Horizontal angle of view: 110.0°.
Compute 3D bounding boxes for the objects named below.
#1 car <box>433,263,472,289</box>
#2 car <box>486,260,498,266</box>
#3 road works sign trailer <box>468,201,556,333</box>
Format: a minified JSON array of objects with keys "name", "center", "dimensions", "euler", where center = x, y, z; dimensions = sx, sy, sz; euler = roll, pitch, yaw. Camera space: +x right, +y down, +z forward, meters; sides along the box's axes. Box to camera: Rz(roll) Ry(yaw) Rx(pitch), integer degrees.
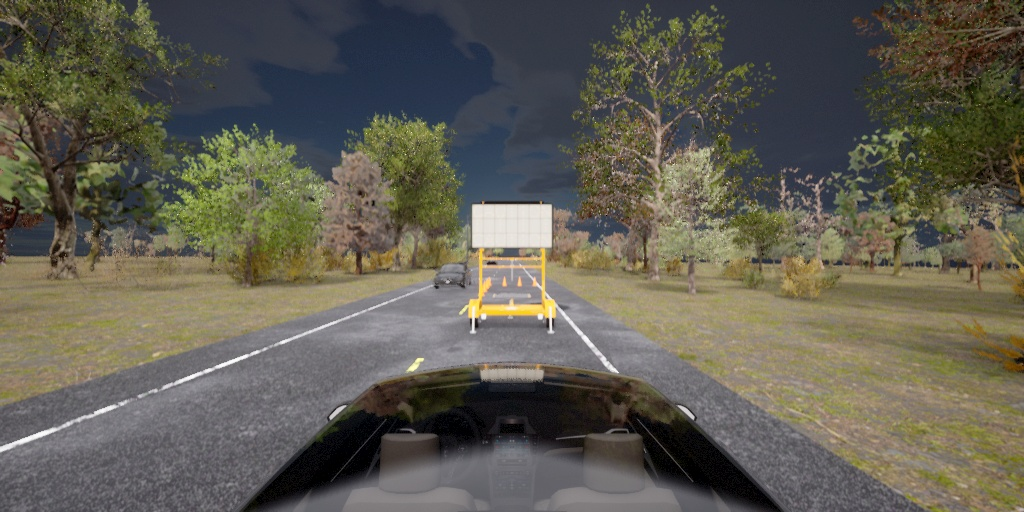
[{"name":"car","center":[-3.602,1.202,22.442],"dimensions":[1.837,1.490,4.892],"euler":[0,0,0]},{"name":"car","center":[-3.563,1.251,63.932],"dimensions":[1.895,1.301,4.718],"euler":[0,0,1]},{"name":"road works sign trailer","center":[0.002,0.189,10.599],"dimensions":[2.380,3.560,2.880],"euler":[0,0,0]}]
